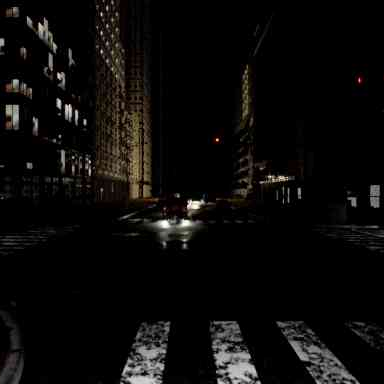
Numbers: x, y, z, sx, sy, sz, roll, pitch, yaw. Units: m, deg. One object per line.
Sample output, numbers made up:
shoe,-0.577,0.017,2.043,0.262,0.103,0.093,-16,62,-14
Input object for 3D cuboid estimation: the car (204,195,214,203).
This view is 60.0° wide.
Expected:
car,3.549,1.432,69.425,1.967,1.590,4.097,0,0,0

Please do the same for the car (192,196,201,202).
car,0.968,1.512,73.228,1.812,1.442,4.674,0,0,0

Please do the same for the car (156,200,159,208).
car,-4.170,1.592,47.257,1.802,1.307,4.206,0,0,0

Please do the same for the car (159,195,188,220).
car,-1.417,1.371,28.263,2.097,1.767,4.553,0,0,-3

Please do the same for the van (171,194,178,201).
van,-4.452,1.315,85.949,1.690,1.788,3.998,0,0,0

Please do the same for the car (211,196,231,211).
car,3.800,1.579,41.788,1.947,1.339,4.313,0,0,0

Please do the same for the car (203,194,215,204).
car,3.589,1.313,63.896,2.192,1.841,5.009,0,0,0

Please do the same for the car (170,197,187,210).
car,-1.683,1.504,44.465,2.128,1.511,4.902,0,0,0

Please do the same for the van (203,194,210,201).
van,3.468,1.321,80.479,1.690,1.788,3.998,0,0,0

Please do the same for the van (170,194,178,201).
van,-4.412,1.321,80.422,1.690,1.788,3.998,0,0,0
